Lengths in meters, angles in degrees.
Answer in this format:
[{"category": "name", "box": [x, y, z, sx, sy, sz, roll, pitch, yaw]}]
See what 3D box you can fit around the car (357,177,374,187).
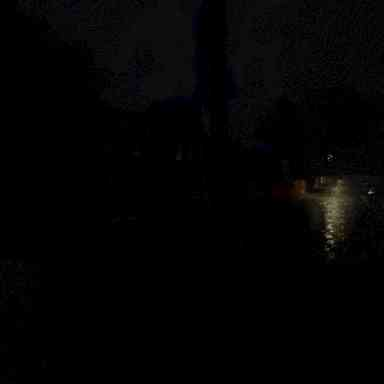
[{"category": "car", "box": [26.223, -1.472, 50.363, 2.128, 1.511, 4.902, 0, 4, 24]}]
